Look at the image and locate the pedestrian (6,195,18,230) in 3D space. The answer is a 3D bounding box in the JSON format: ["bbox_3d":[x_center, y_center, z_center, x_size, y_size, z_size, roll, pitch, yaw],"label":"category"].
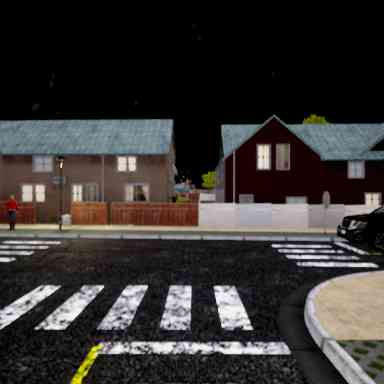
[{"bbox_3d":[-9.328,1.047,17.230,0.375,1.860,0.375,0,0,1],"label":"pedestrian"}]

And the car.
[{"bbox_3d":[9.043,1.314,13.771,5.566,2.045,2.150,0,0,0],"label":"car"}]
